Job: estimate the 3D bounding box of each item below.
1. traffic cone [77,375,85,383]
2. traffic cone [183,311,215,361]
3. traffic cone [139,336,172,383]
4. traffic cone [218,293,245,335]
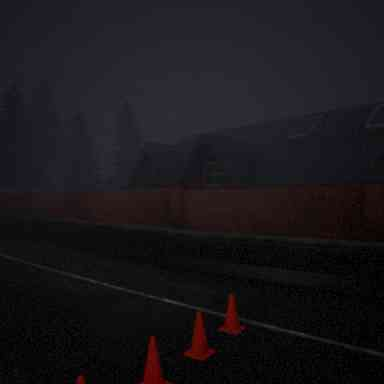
[{"bbox_3d":[-1.016,1.980,3.044,0.340,0.580,0.340,-1,0,34],"label":"traffic cone"},{"bbox_3d":[0.099,1.986,4.705,0.340,0.580,0.340,-1,0,34],"label":"traffic cone"},{"bbox_3d":[-0.458,1.983,3.874,0.340,0.580,0.340,-1,0,34],"label":"traffic cone"},{"bbox_3d":[0.656,1.988,5.535,0.340,0.580,0.340,-1,0,34],"label":"traffic cone"}]
